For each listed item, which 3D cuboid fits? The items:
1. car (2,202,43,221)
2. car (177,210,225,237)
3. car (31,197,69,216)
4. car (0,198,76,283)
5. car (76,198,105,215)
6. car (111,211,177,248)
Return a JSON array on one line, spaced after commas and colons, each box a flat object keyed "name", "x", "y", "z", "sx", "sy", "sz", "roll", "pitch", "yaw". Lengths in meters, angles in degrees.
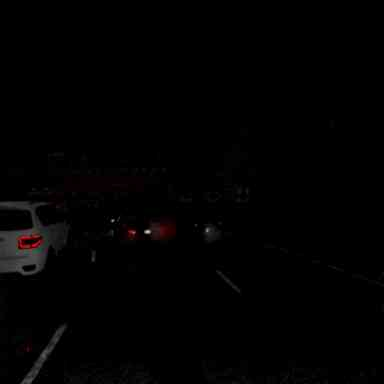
[{"name": "car", "x": -15.010, "y": 1.645, "z": 29.263, "sx": 2.033, "sy": 1.411, "sz": 5.357, "roll": 0, "pitch": 0, "yaw": -41}, {"name": "car", "x": -0.012, "y": 1.614, "z": 18.214, "sx": 1.895, "sy": 1.301, "sz": 4.718, "roll": 0, "pitch": 0, "yaw": -21}, {"name": "car", "x": -14.684, "y": 1.451, "z": 34.168, "sx": 2.097, "sy": 1.767, "sz": 4.553, "roll": 0, "pitch": 0, "yaw": -44}, {"name": "car", "x": -4.904, "y": 1.255, "z": 9.612, "sx": 2.150, "sy": 2.045, "sz": 5.566, "roll": 0, "pitch": 0, "yaw": -13}, {"name": "car", "x": -11.231, "y": 1.435, "z": 35.618, "sx": 2.097, "sy": 1.767, "sz": 4.553, "roll": 0, "pitch": 0, "yaw": -43}, {"name": "car", "x": -2.511, "y": 1.571, "z": 15.016, "sx": 2.033, "sy": 1.411, "sz": 5.357, "roll": 0, "pitch": 0, "yaw": -19}]
